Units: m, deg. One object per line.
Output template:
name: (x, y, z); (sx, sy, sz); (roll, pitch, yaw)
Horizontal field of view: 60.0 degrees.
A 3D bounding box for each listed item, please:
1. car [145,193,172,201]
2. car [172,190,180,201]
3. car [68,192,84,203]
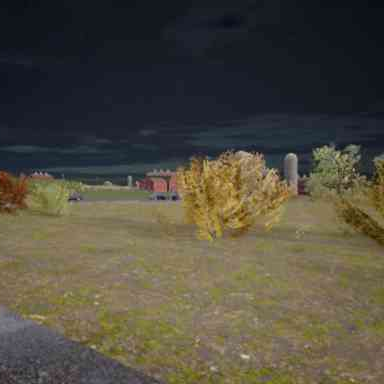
car: (-6.297, 0.906, 60.255); (1.837, 1.490, 4.892); (1, 0, 36)
car: (-1.469, 0.699, 60.820); (2.150, 2.045, 5.566); (1, 0, 36)
car: (-17.084, 0.688, 45.337); (2.128, 1.511, 4.902); (1, 0, 36)
